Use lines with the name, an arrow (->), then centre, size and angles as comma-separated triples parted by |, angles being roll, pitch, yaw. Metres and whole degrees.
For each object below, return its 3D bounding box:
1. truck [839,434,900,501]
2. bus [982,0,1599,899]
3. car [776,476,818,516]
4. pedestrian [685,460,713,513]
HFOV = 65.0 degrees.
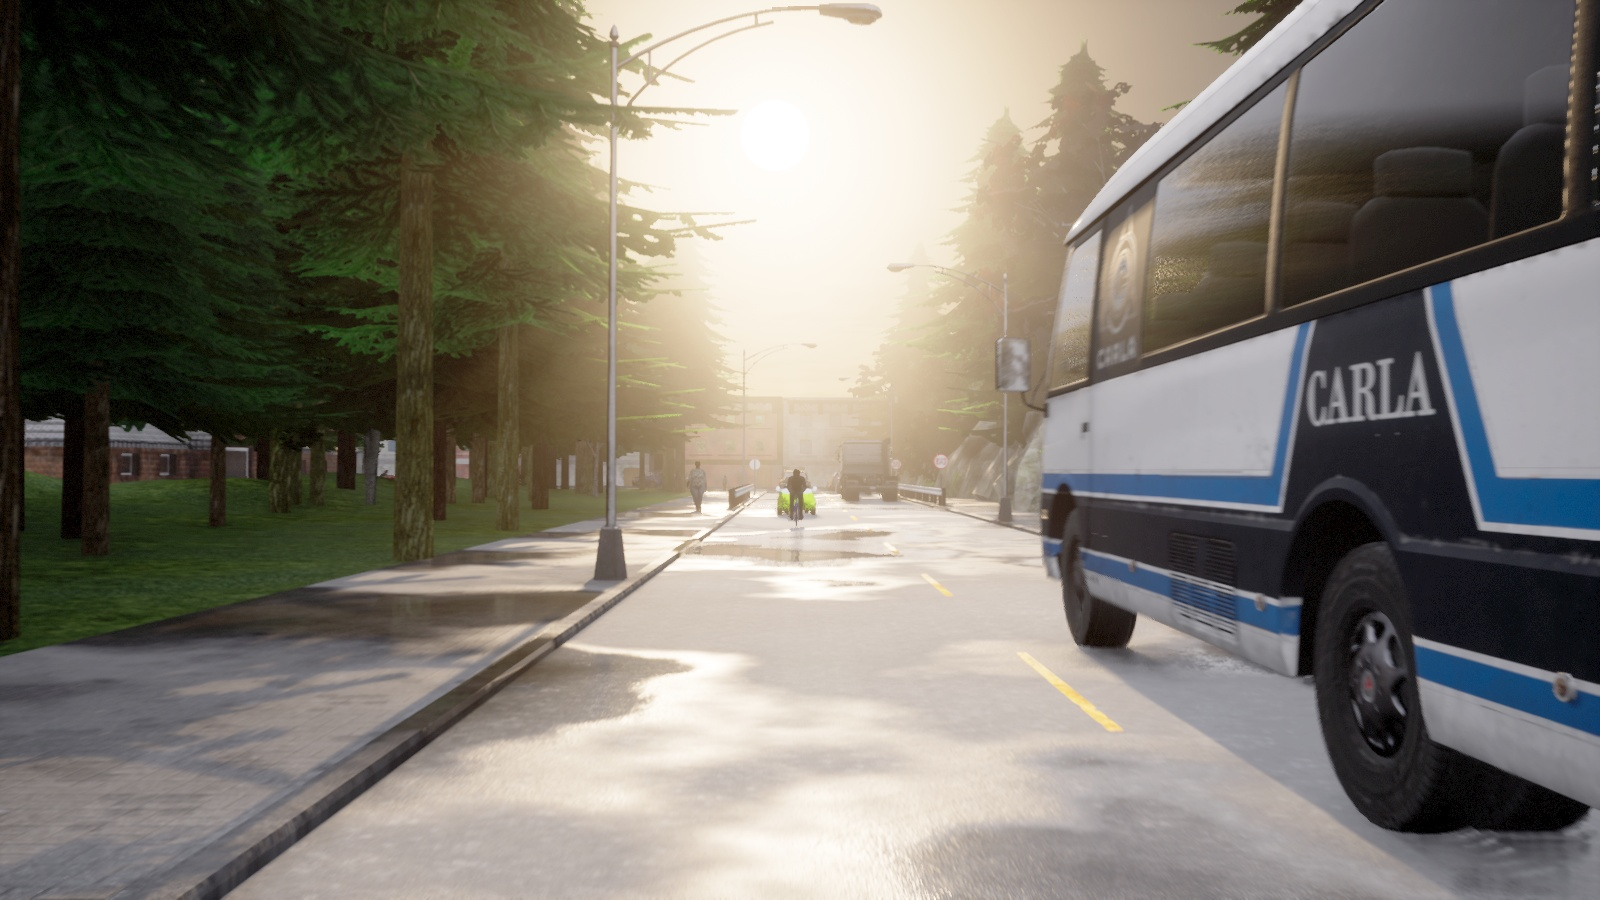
truck -> 3.757, 0.981, 69.472 | 2.891, 3.462, 7.936 | 0, -1, 0
bus -> 3.974, -0.436, 8.488 | 3.944, 4.253, 10.273 | 0, -1, 0
car -> -0.111, 1.625, 45.084 | 1.481, 1.376, 2.207 | 0, -1, 0
pedestrian -> -3.613, 1.288, 44.785 | 0.874, 1.855, 0.900 | 0, -1, 3
